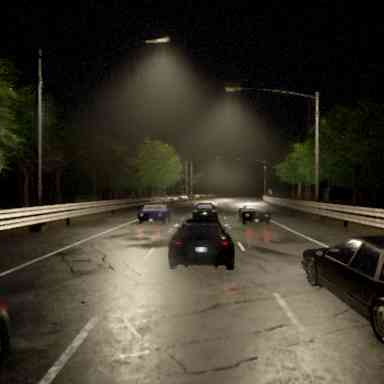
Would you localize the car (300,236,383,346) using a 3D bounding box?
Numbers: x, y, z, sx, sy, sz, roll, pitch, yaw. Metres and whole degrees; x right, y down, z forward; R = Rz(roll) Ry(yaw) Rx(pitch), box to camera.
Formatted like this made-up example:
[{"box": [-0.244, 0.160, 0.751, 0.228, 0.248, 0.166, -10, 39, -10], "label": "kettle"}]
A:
[{"box": [3.684, 1.542, 6.173, 2.033, 1.411, 5.357, 0, 0, 1], "label": "car"}]

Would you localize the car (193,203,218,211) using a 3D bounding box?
[{"box": [1.068, 1.532, 26.453, 1.994, 1.385, 4.181, 0, 0, 4], "label": "car"}]

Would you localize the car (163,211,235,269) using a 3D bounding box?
[{"box": [0.317, 1.549, 11.132, 1.994, 1.385, 4.181, 0, 0, 2], "label": "car"}]

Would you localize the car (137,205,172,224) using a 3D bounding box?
[{"box": [-2.588, 1.567, 24.335, 1.895, 1.301, 4.718, 0, 0, 4], "label": "car"}]

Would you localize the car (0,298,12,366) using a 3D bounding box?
[{"box": [-3.369, 1.344, 2.414, 2.097, 1.767, 4.553, 0, 0, 1], "label": "car"}]

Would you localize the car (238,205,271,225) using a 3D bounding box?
[{"box": [4.415, 1.575, 24.164, 1.895, 1.301, 4.718, 0, 0, 4], "label": "car"}]
